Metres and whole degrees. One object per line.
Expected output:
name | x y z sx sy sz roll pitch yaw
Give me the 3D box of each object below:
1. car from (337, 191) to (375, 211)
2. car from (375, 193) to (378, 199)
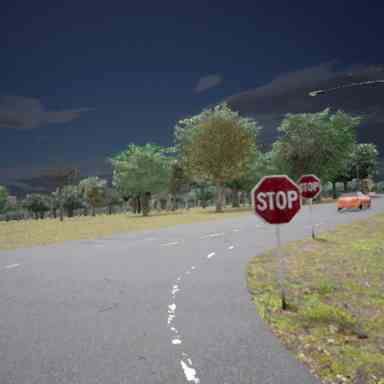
car | 15.339 0.770 31.394 2.097 1.767 4.553 -6 -3 39
car | 37.103 0.762 68.747 1.812 1.442 4.674 -6 -3 39
